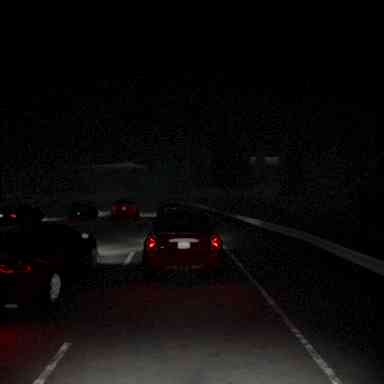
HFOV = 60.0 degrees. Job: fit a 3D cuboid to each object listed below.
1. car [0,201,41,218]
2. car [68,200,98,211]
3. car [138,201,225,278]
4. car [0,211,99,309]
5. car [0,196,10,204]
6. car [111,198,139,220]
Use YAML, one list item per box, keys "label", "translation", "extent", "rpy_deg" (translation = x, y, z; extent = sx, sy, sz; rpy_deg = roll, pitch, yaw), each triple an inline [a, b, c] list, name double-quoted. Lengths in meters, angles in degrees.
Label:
- label: "car"
  translation: [-11.890, 1.509, 22.835]
  extent: [2.033, 1.411, 5.357]
  rpy_deg: [0, 0, -7]
- label: "car"
  translation: [-9.083, 1.435, 28.062]
  extent: [2.128, 1.511, 4.902]
  rpy_deg: [0, 0, -8]
- label: "car"
  translation: [-0.310, 1.325, 10.300]
  extent: [2.097, 1.767, 4.553]
  rpy_deg: [0, 0, -3]
- label: "car"
  translation: [-3.679, 1.463, 7.911]
  extent: [1.882, 1.535, 5.008]
  rpy_deg: [0, 0, -2]
- label: "car"
  translation: [-35.319, 1.497, 61.798]
  extent: [1.895, 1.301, 4.718]
  rpy_deg: [0, 0, -18]
- label: "car"
  translation: [-5.513, 1.290, 27.745]
  extent: [2.097, 1.767, 4.553]
  rpy_deg: [0, 0, -8]
